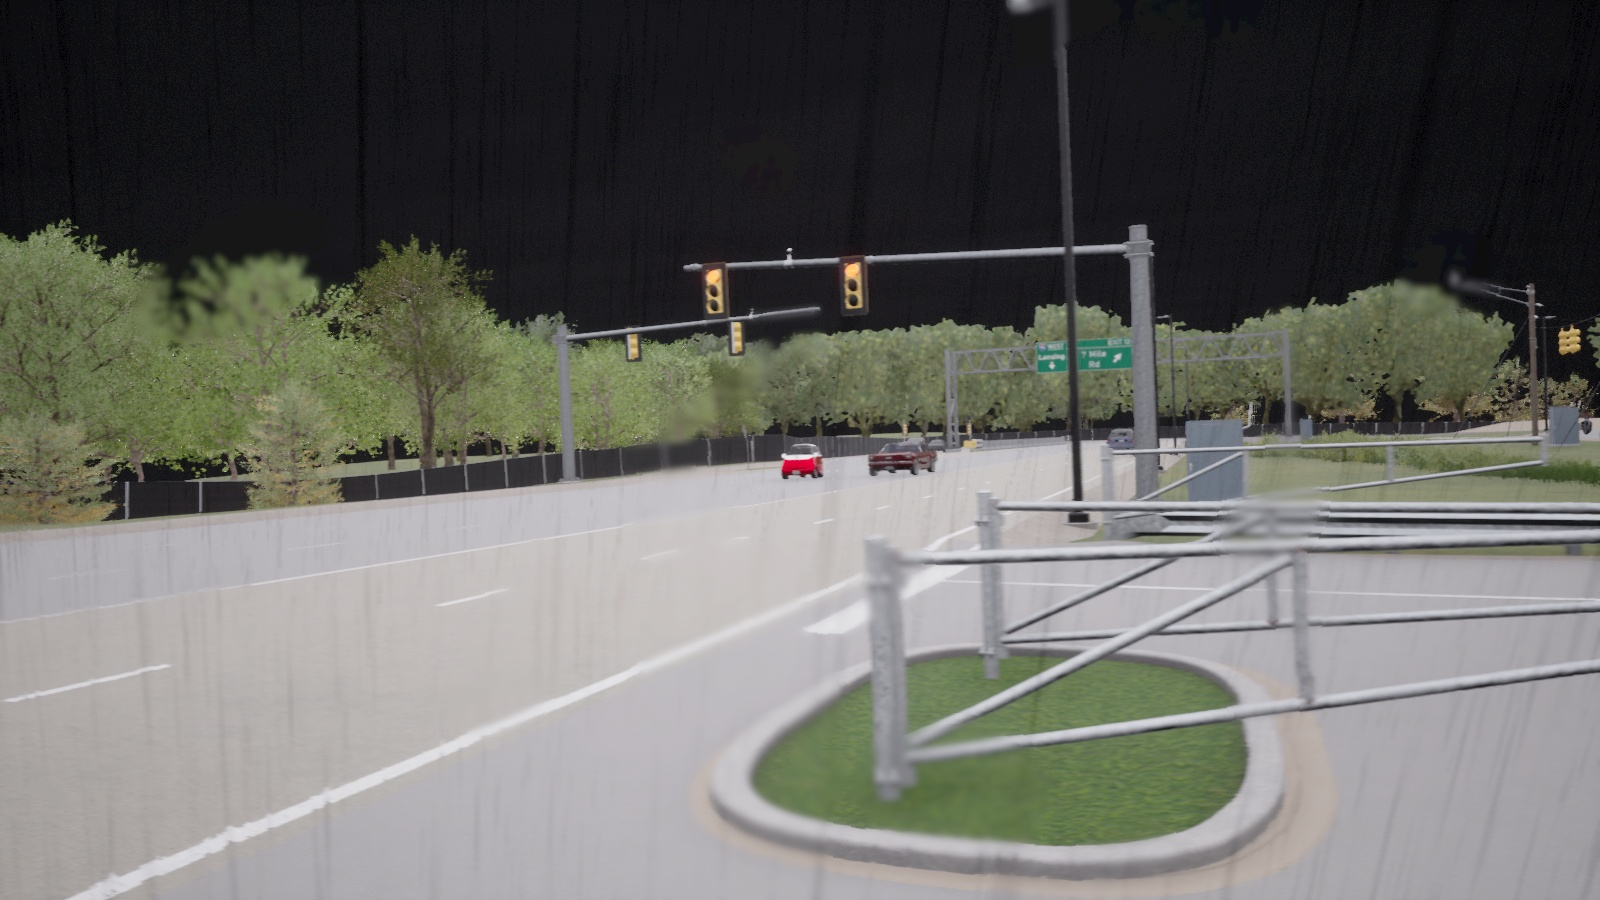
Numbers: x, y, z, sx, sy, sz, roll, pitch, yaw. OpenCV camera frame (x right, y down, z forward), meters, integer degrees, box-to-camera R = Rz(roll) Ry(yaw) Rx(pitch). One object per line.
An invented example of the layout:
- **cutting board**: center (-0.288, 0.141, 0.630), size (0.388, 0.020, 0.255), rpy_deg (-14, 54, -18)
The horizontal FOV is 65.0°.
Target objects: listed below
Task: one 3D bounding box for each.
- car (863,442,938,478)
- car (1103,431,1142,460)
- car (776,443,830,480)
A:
- **car**: center (4.098, 0.370, 50.493), size (1.895, 1.301, 4.718), rpy_deg (-2, 0, 18)
- **car**: center (18.093, -0.284, 70.343), size (1.789, 1.549, 3.705), rpy_deg (-2, 0, 18)
- **car**: center (0.121, 0.446, 49.633), size (1.481, 1.376, 2.207), rpy_deg (-2, 0, 18)
